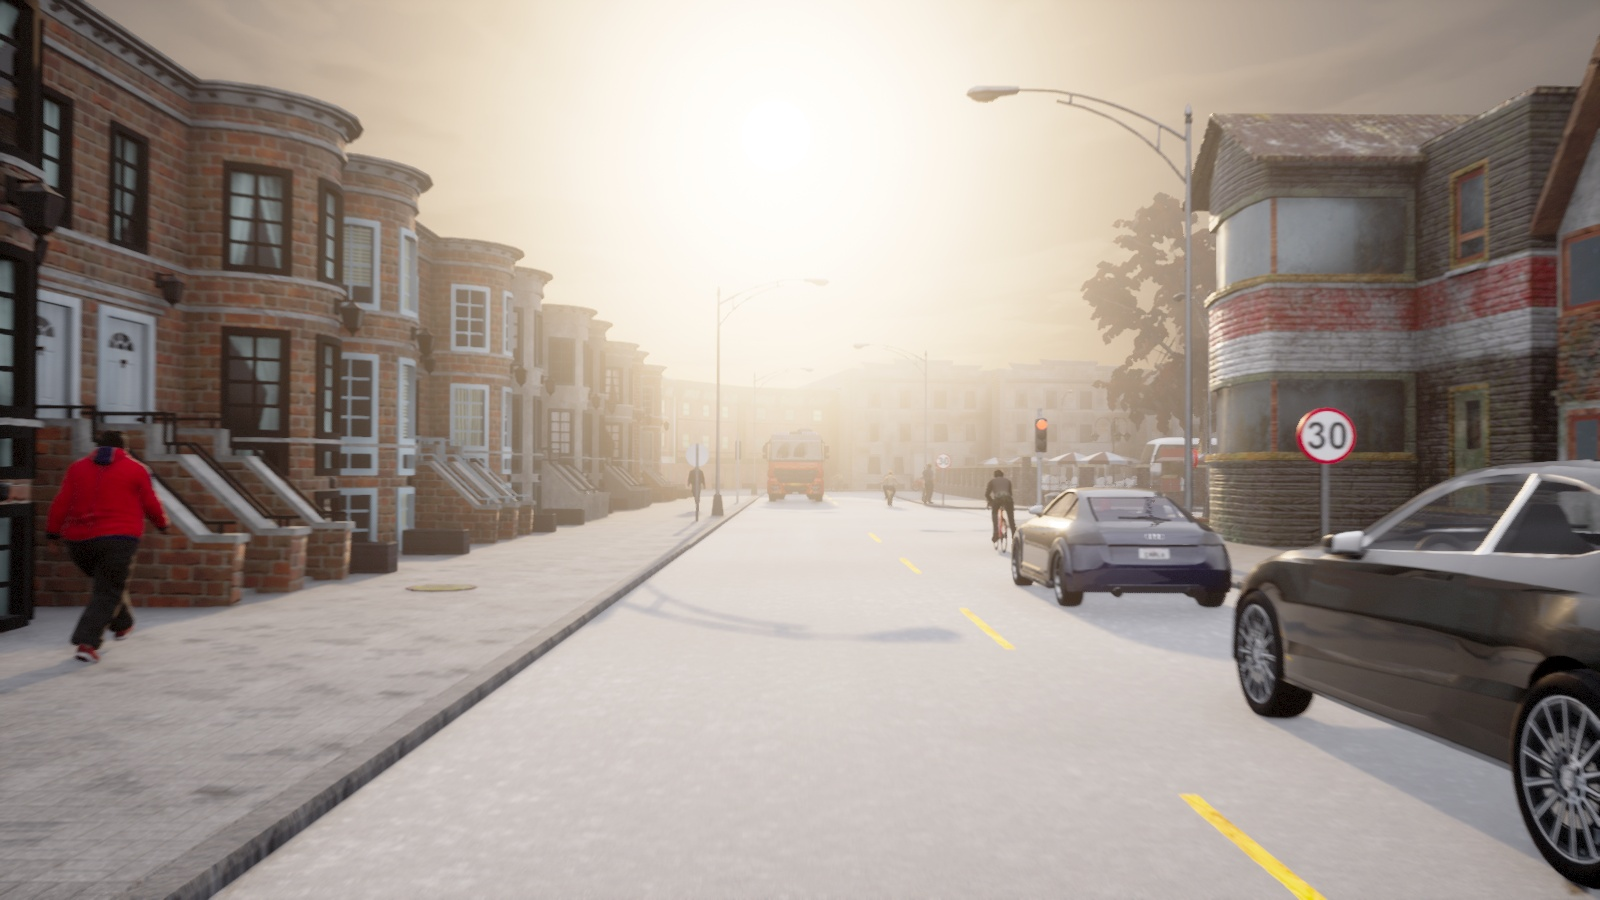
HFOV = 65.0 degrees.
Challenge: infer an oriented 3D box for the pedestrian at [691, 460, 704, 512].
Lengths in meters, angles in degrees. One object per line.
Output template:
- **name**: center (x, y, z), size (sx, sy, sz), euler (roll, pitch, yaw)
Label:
- **pedestrian**: center (-3.683, 1.296, 45.290), size (0.376, 1.854, 0.720), euler (0, -1, 3)

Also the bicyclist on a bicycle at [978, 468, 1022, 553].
- **bicyclist on a bicycle**: center (3.935, 1.166, 24.794), size (0.582, 1.620, 1.656), euler (0, -1, 0)

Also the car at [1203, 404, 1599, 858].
- **car**: center (3.982, 0.686, 6.507), size (2.152, 1.651, 5.027), euler (0, -1, 0)

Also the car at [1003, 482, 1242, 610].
- **car**: center (3.960, 1.134, 16.191), size (1.994, 1.385, 4.181), euler (0, -1, 0)

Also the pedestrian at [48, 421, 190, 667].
- **pedestrian**: center (-5.332, 0.711, 9.880), size (0.634, 1.844, 0.899), euler (0, -1, -1)

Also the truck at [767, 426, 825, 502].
- **truck**: center (-0.190, 0.773, 67.158), size (2.891, 3.827, 8.468), euler (0, -1, 0)

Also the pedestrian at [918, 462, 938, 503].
- **pedestrian**: center (5.749, 1.444, 56.400), size (0.694, 1.848, 0.540), euler (0, -1, -33)
